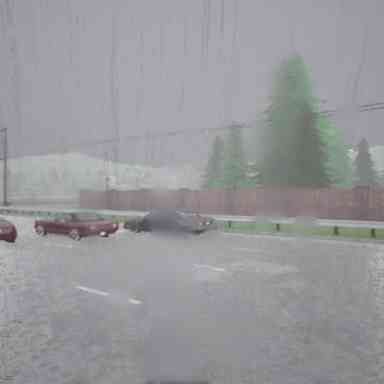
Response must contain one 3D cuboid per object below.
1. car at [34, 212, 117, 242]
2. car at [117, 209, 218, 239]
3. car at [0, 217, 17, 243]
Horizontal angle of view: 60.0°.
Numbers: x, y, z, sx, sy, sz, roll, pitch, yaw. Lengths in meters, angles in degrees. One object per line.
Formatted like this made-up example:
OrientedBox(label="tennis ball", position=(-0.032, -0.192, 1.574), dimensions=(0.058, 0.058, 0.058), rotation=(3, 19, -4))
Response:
OrientedBox(label="car", position=(-5.973, 1.664, 16.844), dimensions=(4.718, 1.301, 1.895), rotation=(0, 0, 36))
OrientedBox(label="car", position=(-1.262, 1.596, 17.779), dimensions=(5.357, 1.411, 2.033), rotation=(0, 0, 36))
OrientedBox(label="car", position=(-9.930, 1.638, 15.367), dimensions=(4.181, 1.385, 1.994), rotation=(0, 0, 36))
